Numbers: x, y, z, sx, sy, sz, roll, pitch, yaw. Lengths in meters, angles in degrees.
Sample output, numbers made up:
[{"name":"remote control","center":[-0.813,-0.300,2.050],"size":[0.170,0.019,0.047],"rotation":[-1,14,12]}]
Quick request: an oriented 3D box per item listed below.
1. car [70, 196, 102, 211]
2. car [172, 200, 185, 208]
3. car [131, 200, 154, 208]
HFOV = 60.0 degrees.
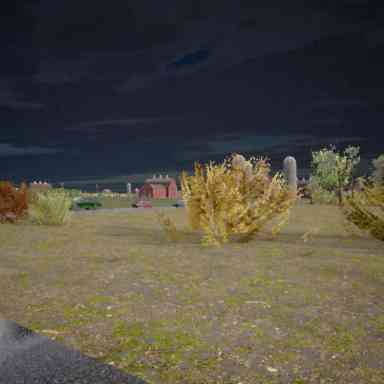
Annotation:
[{"name":"car","center":[-15.430,1.605,47.127],"size":[2.150,2.045,5.566],"rotation":[-1,-1,36]},{"name":"car","center":[-1.389,2.078,60.477],"size":[2.033,1.411,5.357],"rotation":[-1,-1,36]},{"name":"car","center":[-8.453,2.078,56.825],"size":[1.994,1.385,4.181],"rotation":[-1,-1,36]}]
